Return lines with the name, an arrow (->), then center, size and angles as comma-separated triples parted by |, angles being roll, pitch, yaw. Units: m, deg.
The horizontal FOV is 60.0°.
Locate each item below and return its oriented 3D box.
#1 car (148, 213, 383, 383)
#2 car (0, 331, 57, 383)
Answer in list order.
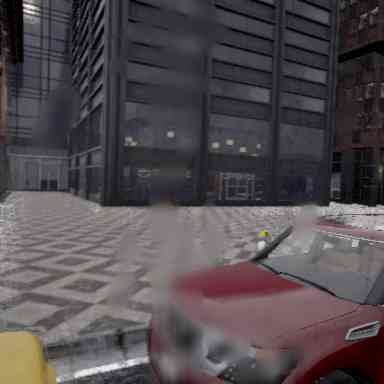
car -> 2.060, 1.236, 3.997 | 5.009, 1.841, 2.192 | 1, 2, -27
car -> -3.134, 1.338, 1.384 | 4.829, 1.417, 1.752 | 1, 2, -27
